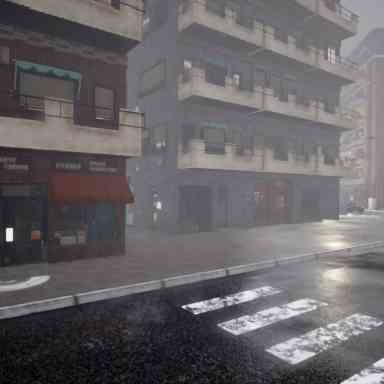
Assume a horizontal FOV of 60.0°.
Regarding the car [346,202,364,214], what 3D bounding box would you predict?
[{"bbox_3d":[18.028,1.790,38.298,1.895,1.301,4.718,0,0,5],"label":"car"}]
